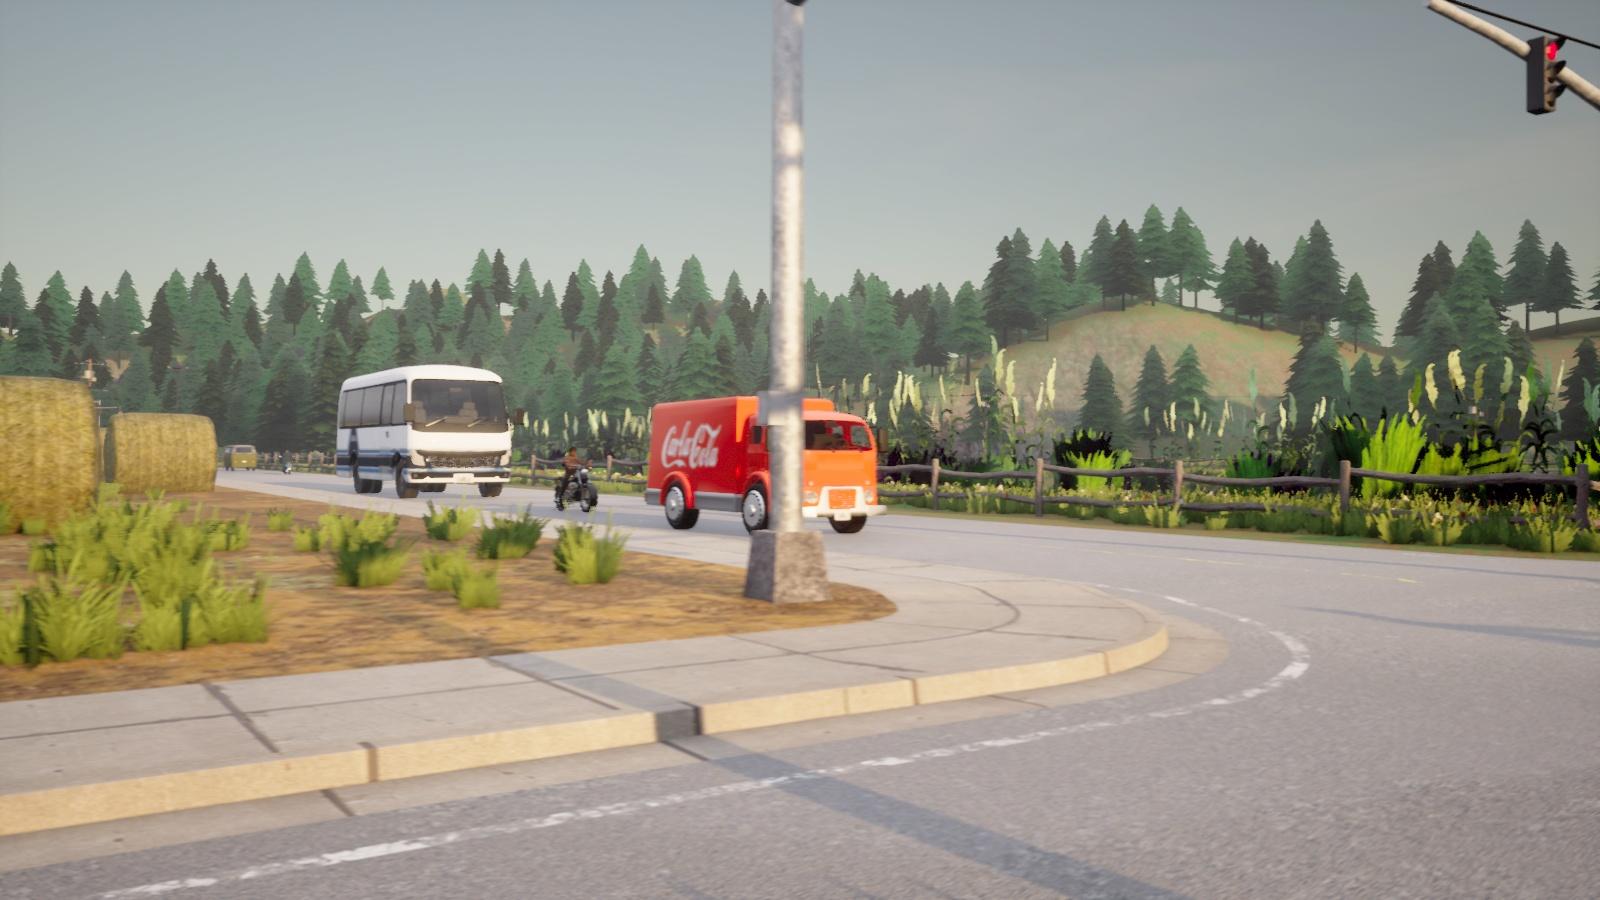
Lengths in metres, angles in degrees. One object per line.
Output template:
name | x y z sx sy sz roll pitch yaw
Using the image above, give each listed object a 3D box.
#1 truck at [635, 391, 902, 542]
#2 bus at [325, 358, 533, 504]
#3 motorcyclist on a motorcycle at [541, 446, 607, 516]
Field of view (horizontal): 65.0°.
truck | -0.739 0.274 23.295 2.627 2.467 5.204 0 0 -33
bus | -12.654 -0.546 41.934 3.944 4.253 10.273 0 0 -33
motorcyclist on a motorcycle | -5.571 0.740 30.859 0.766 1.649 2.350 0 0 -33
